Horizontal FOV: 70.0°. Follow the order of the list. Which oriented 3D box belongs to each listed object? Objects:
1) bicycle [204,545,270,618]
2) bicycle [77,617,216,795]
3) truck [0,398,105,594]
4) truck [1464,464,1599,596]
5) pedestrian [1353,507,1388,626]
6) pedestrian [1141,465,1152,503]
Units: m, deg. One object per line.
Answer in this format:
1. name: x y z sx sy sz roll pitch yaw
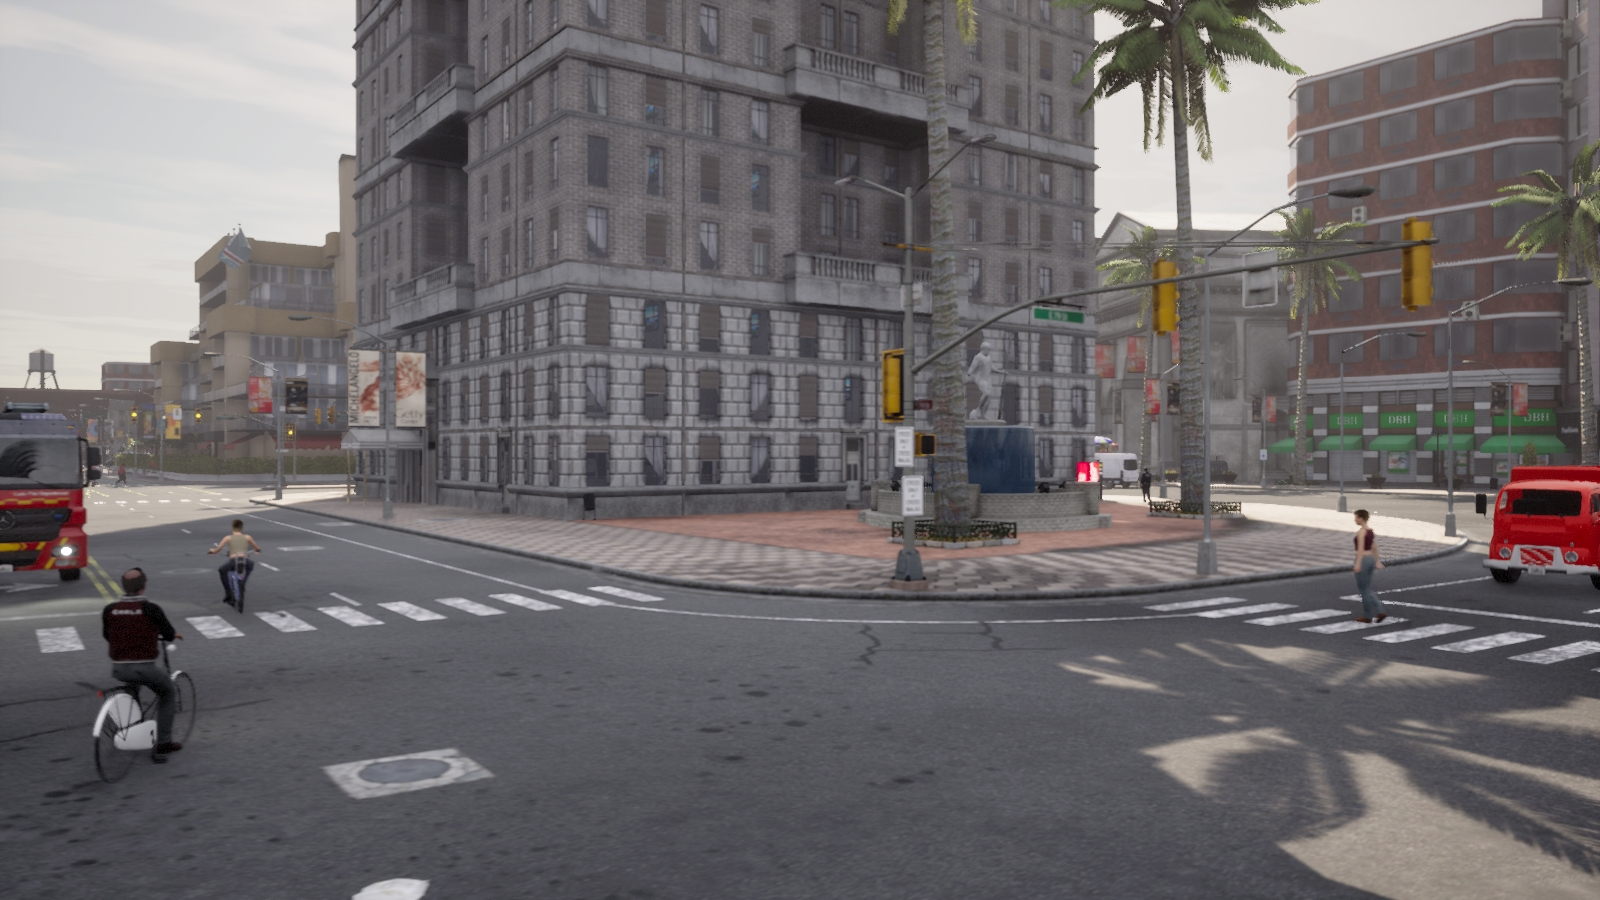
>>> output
1. bicycle: -9.806 2.256 19.881 0.859 1.080 1.487 0 0 -34
2. bicycle: -5.773 2.210 10.194 0.329 1.171 1.835 0 0 -5
3. truck: -17.813 0.891 25.966 2.891 3.827 8.468 0 0 -35
4. truck: 16.642 1.568 24.439 5.204 2.467 2.627 0 0 -41
5. pedestrian: 9.139 1.849 18.307 0.375 1.860 0.375 0 0 -37
6. pedestrian: 17.063 1.696 56.301 0.375 1.860 0.375 0 0 -7
